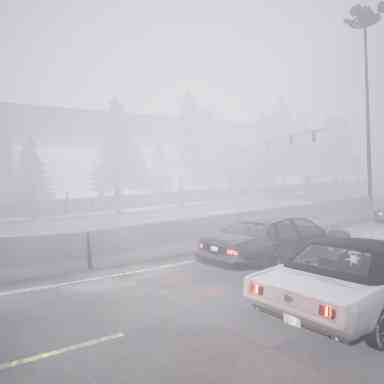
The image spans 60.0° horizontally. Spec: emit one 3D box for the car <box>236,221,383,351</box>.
[{"bbox_3d":[3.243,1.505,6.086,4.718,1.301,1.895,-2,1,-36],"label":"car"}]

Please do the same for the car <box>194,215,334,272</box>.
[{"bbox_3d":[2.608,1.399,9.938,5.357,1.411,2.033,-3,1,-36],"label":"car"}]

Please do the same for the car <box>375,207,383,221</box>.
[{"bbox_3d":[10.756,0.866,15.803,5.357,1.411,2.033,-4,2,-36],"label":"car"}]
